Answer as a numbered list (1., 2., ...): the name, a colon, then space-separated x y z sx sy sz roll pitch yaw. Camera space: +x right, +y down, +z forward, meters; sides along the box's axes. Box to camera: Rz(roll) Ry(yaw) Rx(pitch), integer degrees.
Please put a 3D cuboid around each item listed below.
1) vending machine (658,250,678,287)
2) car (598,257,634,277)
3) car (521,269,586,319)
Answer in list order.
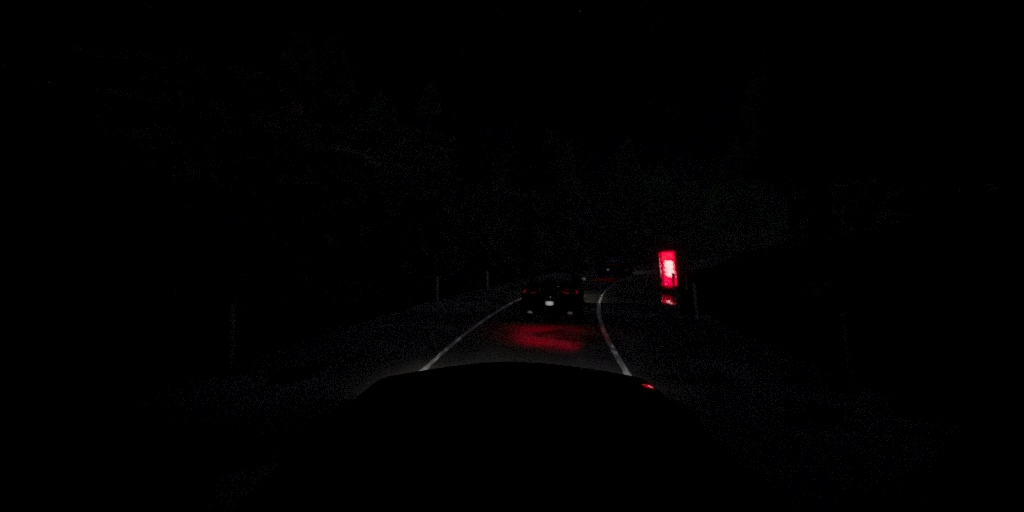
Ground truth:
1. vending machine: 9.085 0.686 20.575 1.100 2.100 0.880 0 0 24
2. car: 8.717 0.836 29.870 1.882 1.535 5.008 -2 1 31
3. car: 1.576 1.179 12.723 1.882 1.535 5.008 -1 0 12
